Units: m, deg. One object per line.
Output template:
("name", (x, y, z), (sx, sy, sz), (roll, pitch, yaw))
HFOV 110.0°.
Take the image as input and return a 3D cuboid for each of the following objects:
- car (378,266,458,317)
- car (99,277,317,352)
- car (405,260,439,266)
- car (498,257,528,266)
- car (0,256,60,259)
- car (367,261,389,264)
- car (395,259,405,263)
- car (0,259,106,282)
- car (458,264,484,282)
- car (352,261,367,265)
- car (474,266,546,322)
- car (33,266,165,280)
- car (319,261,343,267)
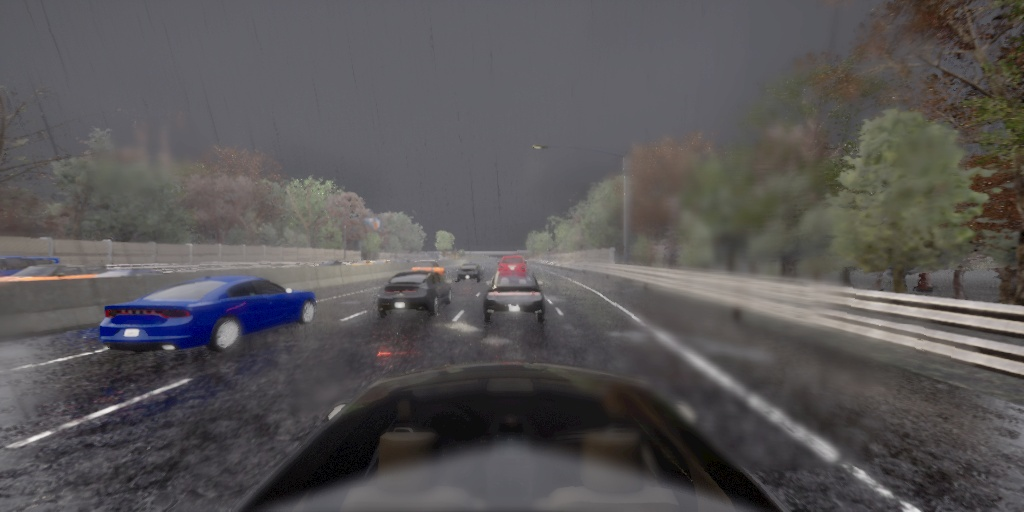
("car", (-3.405, 1.299, 13.410), (1.837, 1.490, 4.892), (0, 0, 0))
("car", (-6.905, 1.254, 8.990), (1.882, 1.535, 5.008), (0, 0, 0))
("car", (-6.914, 1.215, 29.658), (2.097, 1.767, 4.553), (0, 0, 0))
("car", (0.088, 1.082, 29.009), (2.150, 2.045, 5.566), (0, 0, 0))
("car", (-24.607, 1.028, 16.666), (2.150, 2.045, 5.566), (0, 0, 0))
("car", (-21.064, 1.478, 57.774), (1.882, 1.535, 5.008), (0, 0, 1))
("car", (-17.572, 1.351, 57.532), (2.097, 1.767, 4.553), (0, 0, 1))
("car", (-21.106, 1.158, 16.432), (2.097, 1.767, 4.553), (0, 0, 0))
("car", (-3.412, 1.369, 29.932), (1.837, 1.490, 4.892), (0, 0, 0))
("car", (-24.555, 1.484, 58.988), (1.882, 1.535, 5.008), (0, 0, 1))
("car", (0.095, 1.281, 12.353), (2.128, 1.511, 4.902), (0, 0, 0))
("car", (-17.607, 1.331, 16.265), (1.812, 1.442, 4.674), (0, 0, 0))
("car", (-28.062, 1.495, 55.825), (1.837, 1.490, 4.892), (0, 0, 1))
